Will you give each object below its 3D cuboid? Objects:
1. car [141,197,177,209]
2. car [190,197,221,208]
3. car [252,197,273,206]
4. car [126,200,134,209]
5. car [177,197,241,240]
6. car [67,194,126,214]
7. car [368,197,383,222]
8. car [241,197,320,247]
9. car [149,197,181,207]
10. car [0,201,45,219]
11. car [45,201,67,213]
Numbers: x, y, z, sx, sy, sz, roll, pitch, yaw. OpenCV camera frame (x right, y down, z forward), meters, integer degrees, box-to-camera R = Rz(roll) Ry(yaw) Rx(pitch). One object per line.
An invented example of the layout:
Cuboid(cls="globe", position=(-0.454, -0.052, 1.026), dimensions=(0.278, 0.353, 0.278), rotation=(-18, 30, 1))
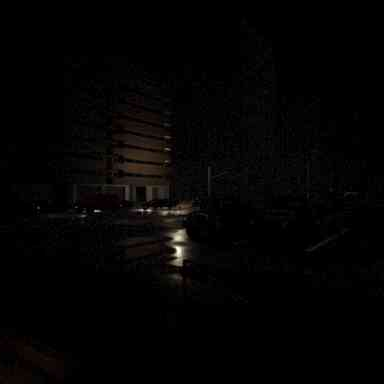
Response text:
Cuboid(cls="car", position=(-4.487, 1.546, 44.925), dimensions=(2.033, 1.411, 5.357), rotation=(0, 0, 34))
Cuboid(cls="car", position=(1.997, 1.490, 47.971), dimensions=(2.128, 1.511, 4.902), rotation=(0, 0, 34))
Cuboid(cls="car", position=(12.101, 1.525, 56.746), dimensions=(1.812, 1.442, 4.674), rotation=(0, 0, 34))
Cuboid(cls="car", position=(-9.942, 1.546, 43.095), dimensions=(2.033, 1.411, 5.357), rotation=(0, 0, 34))
Cuboid(cls="car", position=(1.553, 1.153, 15.995), dimensions=(1.932, 1.855, 4.605), rotation=(0, 0, 34))
Cuboid(cls="car", position=(-10.295, 1.220, 36.288), dimensions=(2.150, 2.045, 5.566), rotation=(0, 0, 34))
Cuboid(cls="car", position=(15.945, 1.395, 27.283), dimensions=(1.970, 1.475, 3.806), rotation=(0, 0, 34))
Cuboid(cls="car", position=(3.920, 1.156, 14.329), dimensions=(1.905, 1.878, 3.866), rotation=(0, 0, 34))
Cuboid(cls="car", position=(-4.110, 1.546, 51.711), dimensions=(2.033, 1.411, 5.357), rotation=(0, 0, 35))
Cuboid(cls="car", position=(-15.400, 1.562, 28.687), dimensions=(1.994, 1.385, 4.181), rotation=(0, 0, 34))
Cuboid(cls="car", position=(-15.317, 1.599, 35.090), dimensions=(1.895, 1.301, 4.718), rotation=(0, 0, 34))
